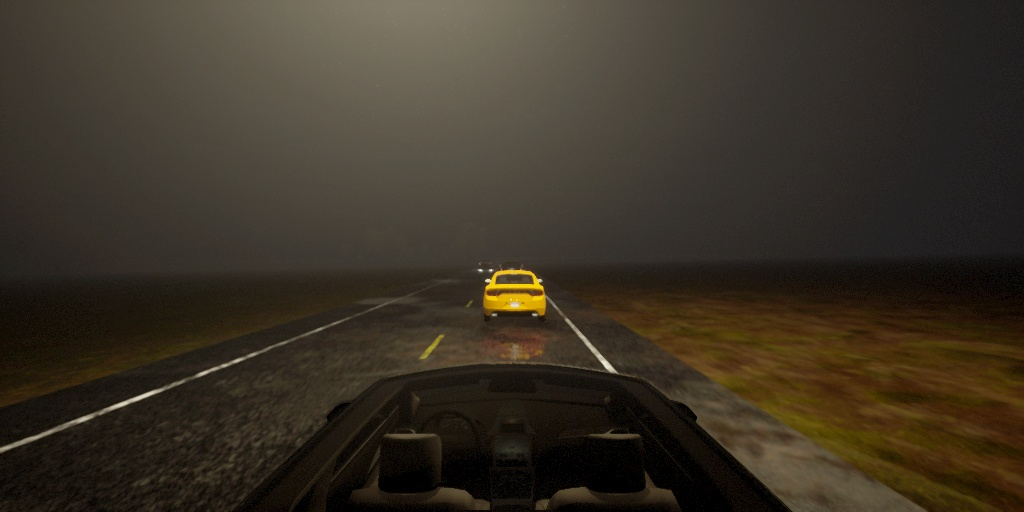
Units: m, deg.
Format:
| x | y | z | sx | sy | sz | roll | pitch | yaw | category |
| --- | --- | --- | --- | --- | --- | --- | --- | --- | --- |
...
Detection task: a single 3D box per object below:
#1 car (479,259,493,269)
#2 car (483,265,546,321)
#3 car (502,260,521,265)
| x | y | z | sx | sy | sz | roll | pitch | yaw | category |
| --- | --- | --- | --- | --- | --- | --- | --- | --- | --- |
| -4.126 | 1.207 | 57.405 | 2.097 | 1.767 | 4.553 | 0 | 0 | -1 | car |
| 0.070 | 1.240 | 12.620 | 1.882 | 1.535 | 5.008 | 0 | 0 | 0 | car |
| -0.065 | 1.145 | 30.774 | 2.097 | 1.767 | 4.553 | 0 | 0 | -1 | car |
